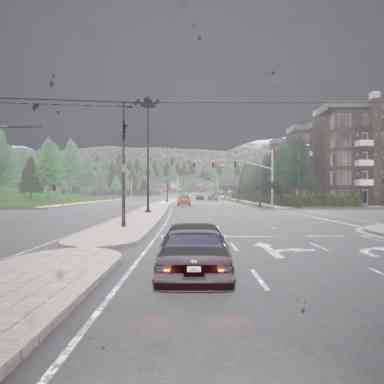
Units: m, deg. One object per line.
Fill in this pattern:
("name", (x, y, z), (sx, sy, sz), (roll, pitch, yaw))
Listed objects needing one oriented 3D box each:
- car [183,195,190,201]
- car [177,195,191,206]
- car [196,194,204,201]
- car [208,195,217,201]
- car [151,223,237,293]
("car", (-1.457, 1.523, 85.546), (1.812, 1.442, 4.674), (0, 0, 0))
("car", (-1.317, 1.352, 54.721), (2.097, 1.767, 4.553), (0, 0, -1))
("car", (2.043, 1.477, 85.582), (1.882, 1.535, 5.008), (0, 0, 0))
("car", (5.543, 1.539, 85.587), (2.033, 1.411, 5.357), (0, 0, 0))
("car", (0.048, 1.547, 8.975), (2.033, 1.411, 5.357), (0, 0, 0))
